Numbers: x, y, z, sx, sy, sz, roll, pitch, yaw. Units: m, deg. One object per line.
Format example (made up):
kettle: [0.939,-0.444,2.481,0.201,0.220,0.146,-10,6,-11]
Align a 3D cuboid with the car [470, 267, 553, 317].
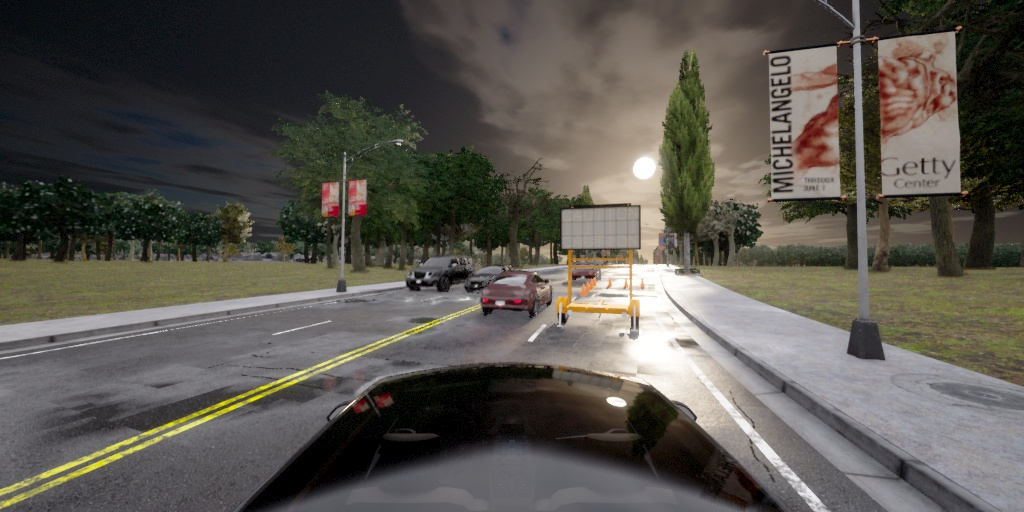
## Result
car: [0.301,1.283,13.217,1.812,1.442,4.674,0,0,16]

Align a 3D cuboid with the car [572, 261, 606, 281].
car: [6.421,1.371,30.302,1.895,1.301,4.718,0,0,21]

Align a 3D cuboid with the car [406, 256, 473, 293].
car: [-4.046,1.012,21.638,2.150,2.045,5.566,0,0,19]

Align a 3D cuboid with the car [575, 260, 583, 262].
car: [11.589,1.436,61.453,1.994,1.385,4.181,0,0,22]

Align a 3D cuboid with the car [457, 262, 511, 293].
car: [-1.003,1.280,20.457,1.837,1.490,4.892,0,0,20]

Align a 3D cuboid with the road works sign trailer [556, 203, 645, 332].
road works sign trailer: [2.738,0.214,11.133,2.380,3.560,2.880,0,0,18]
